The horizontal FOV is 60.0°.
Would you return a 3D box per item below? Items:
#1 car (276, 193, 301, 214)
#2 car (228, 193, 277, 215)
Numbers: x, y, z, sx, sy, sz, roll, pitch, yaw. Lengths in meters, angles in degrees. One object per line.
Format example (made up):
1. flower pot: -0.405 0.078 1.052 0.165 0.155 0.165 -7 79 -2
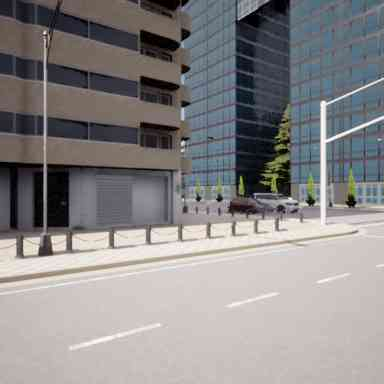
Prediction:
1. car: 8.601 1.161 34.684 2.150 2.045 5.566 0 1 -36
2. car: 5.668 1.296 32.778 2.097 1.767 4.553 0 0 -36
